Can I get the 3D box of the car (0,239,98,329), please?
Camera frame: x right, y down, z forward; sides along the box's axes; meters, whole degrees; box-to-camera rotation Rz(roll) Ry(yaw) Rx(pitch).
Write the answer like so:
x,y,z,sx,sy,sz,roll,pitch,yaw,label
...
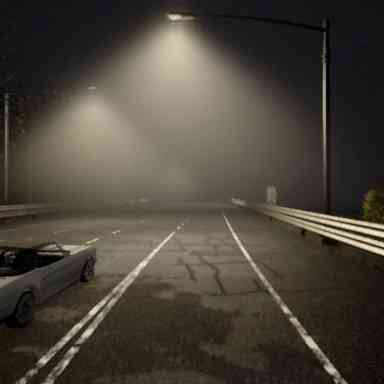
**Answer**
x,y,z,sx,sy,sz,roll,pitch,yaw,label
-3.604,1.653,7.012,1.895,1.301,4.718,0,0,3,car
